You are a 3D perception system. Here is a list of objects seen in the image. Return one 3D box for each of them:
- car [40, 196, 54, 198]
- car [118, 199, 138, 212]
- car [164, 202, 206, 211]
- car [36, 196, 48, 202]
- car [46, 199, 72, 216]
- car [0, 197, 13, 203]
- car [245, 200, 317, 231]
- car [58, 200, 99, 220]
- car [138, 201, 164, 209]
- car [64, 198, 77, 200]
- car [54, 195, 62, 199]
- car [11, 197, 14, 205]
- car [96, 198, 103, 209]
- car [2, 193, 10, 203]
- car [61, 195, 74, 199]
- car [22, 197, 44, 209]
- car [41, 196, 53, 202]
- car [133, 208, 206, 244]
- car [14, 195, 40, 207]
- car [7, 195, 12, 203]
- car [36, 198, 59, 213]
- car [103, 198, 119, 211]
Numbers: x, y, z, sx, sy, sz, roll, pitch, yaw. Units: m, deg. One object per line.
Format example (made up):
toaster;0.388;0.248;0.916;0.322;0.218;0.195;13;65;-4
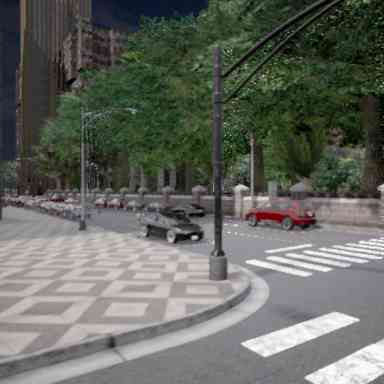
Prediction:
car;-25.630;1.421;56.828;2.097;1.767;4.553;0;0;-35
car;-6.737;1.700;40.031;2.008;1.369;4.403;0;0;-35
car;-0.449;1.716;31.111;1.947;1.339;4.313;0;0;-35
car;-38.175;1.728;84.629;1.947;1.339;4.313;0;0;-35
car;-13.700;1.775;35.114;1.802;1.307;4.206;0;0;-35
car;-41.998;1.754;75.256;2.008;1.369;4.403;0;0;-35
car;5.837;1.466;22.192;2.192;1.841;5.009;0;0;-35
car;-10.556;1.744;30.653;2.008;1.369;4.403;0;0;-35
car;-3.593;1.700;35.571;2.008;1.369;4.403;0;0;-35
car;-13.911;1.776;40.208;1.895;1.301;4.718;0;0;-35
car;-28.745;1.469;71.249;2.192;1.841;5.009;0;0;-35
car;-29.421;1.738;57.415;1.887;1.381;4.507;0;0;-35
car;-13.025;1.589;48.951;1.967;1.590;4.097;0;0;-35
car;-38.854;1.641;70.795;1.967;1.590;4.097;0;0;-35
car;-22.554;1.675;62.469;1.752;1.417;4.829;0;0;-35
car;-23.133;1.774;48.495;1.802;1.307;4.206;0;0;-35
car;-35.130;1.684;80.308;1.752;1.417;4.829;0;0;-35
car;-1.124;1.761;17.273;1.947;1.339;4.313;0;0;-35
car;-26.278;1.508;52.954;2.192;1.841;5.009;0;0;-35
car;-32.566;1.740;61.875;1.887;1.381;4.507;0;0;-35
car;-16.845;1.775;39.574;1.802;1.307;4.206;0;0;-35
car;-9.881;1.589;44.491;1.967;1.590;4.097;0;0;-35
